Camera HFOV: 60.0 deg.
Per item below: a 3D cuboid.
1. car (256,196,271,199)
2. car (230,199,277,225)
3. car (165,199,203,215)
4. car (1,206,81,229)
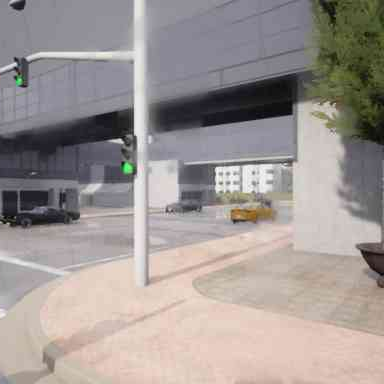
[{"bbox_3d":[10.569,1.431,50.519,2.097,1.767,4.553,0,0,36],"label":"car"},{"bbox_3d":[4.617,1.503,24.428,1.882,1.535,5.008,0,0,36],"label":"car"},{"bbox_3d":[-0.790,1.530,35.021,2.128,1.511,4.902,0,0,36],"label":"car"},{"bbox_3d":[-10.020,1.640,22.298,1.895,1.301,4.718,0,0,36],"label":"car"}]
